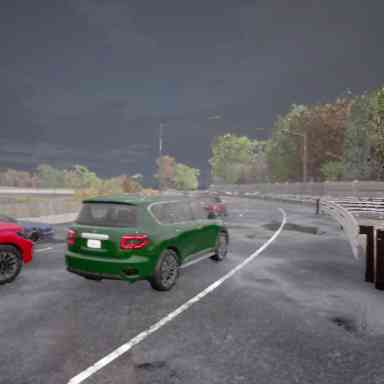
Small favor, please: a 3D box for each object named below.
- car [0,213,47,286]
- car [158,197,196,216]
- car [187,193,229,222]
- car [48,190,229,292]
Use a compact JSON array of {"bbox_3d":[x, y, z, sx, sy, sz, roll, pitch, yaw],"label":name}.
[{"bbox_3d":[-5.959,1.081,6.403,2.150,2.045,5.566,1,1,28],"label":"car"},{"bbox_3d":[-1.153,1.176,28.533,1.994,1.385,4.181,1,1,16],"label":"car"},{"bbox_3d":[1.295,1.039,24.417,2.097,1.767,4.553,1,1,17],"label":"car"},{"bbox_3d":[-0.774,1.092,8.960,2.150,2.045,5.566,1,1,25],"label":"car"}]
